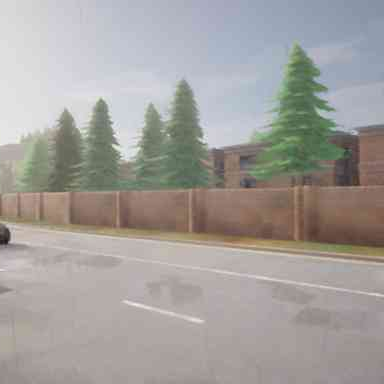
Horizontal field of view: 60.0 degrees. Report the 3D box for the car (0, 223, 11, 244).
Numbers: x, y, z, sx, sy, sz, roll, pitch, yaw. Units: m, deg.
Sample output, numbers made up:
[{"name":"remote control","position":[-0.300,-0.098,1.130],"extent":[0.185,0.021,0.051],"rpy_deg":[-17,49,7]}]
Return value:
[{"name":"car","position":[-10.526,1.816,16.004],"extent":[4.181,1.385,1.994],"rpy_deg":[-1,-1,37]}]
